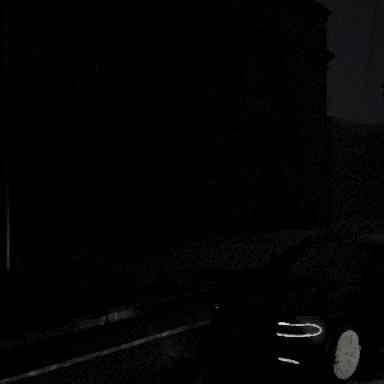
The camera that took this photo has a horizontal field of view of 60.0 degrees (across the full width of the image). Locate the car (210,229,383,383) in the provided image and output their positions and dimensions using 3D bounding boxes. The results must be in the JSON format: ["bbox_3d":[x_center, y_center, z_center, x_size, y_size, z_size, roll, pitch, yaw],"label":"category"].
[{"bbox_3d":[2.563,1.451,5.522,5.008,1.535,1.882,-1,0,-36],"label":"car"}]
